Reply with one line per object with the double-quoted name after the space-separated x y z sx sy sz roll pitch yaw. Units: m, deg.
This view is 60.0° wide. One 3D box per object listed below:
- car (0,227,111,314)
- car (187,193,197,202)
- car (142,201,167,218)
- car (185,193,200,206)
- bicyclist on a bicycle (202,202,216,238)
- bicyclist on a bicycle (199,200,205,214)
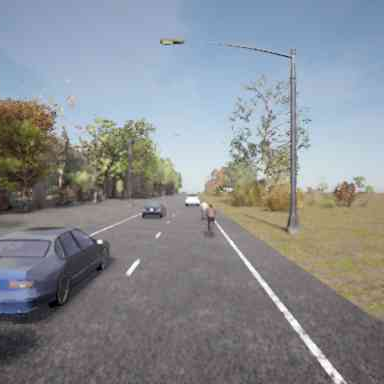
-3.403 1.544 7.869 2.033 1.411 5.357 0 0 0 "car"
-0.020 1.199 74.312 2.150 2.045 5.566 0 0 0 "car"
-3.411 1.535 30.507 2.033 1.411 5.357 0 0 0 "car"
0.075 1.201 54.422 2.150 2.045 5.566 0 0 0 "car"
0.960 1.446 16.767 0.582 1.620 1.656 0 0 0 "bicyclist on a bicycle"
0.977 1.425 26.585 0.866 1.612 1.509 0 0 0 "bicyclist on a bicycle"
